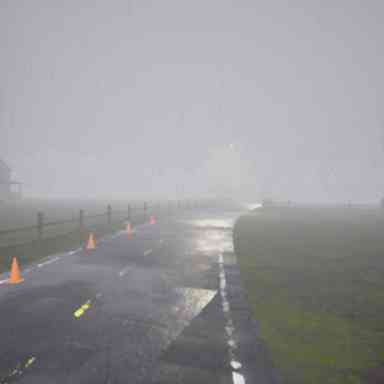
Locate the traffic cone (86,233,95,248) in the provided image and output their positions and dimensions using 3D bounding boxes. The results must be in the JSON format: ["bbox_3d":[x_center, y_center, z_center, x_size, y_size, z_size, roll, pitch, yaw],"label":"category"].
[{"bbox_3d":[-4.077,1.956,13.448,0.340,0.580,0.340,0,0,5],"label":"traffic cone"}]

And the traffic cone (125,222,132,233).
[{"bbox_3d":[-3.529,1.970,18.497,0.340,0.580,0.340,0,0,7],"label":"traffic cone"}]

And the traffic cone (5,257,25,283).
[{"bbox_3d":[-4.463,1.944,8.384,0.340,0.580,0.340,0,0,3],"label":"traffic cone"}]
